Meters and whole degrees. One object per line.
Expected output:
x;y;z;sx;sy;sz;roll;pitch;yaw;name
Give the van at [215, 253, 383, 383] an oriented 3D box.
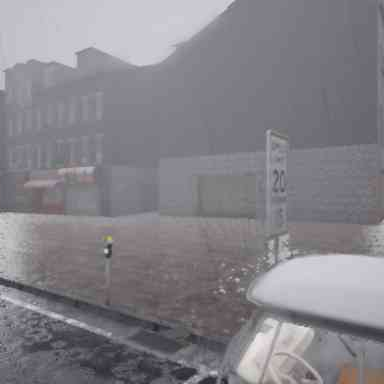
1.943;1.331;1.462;3.998;1.788;1.690;0;0;35;van
